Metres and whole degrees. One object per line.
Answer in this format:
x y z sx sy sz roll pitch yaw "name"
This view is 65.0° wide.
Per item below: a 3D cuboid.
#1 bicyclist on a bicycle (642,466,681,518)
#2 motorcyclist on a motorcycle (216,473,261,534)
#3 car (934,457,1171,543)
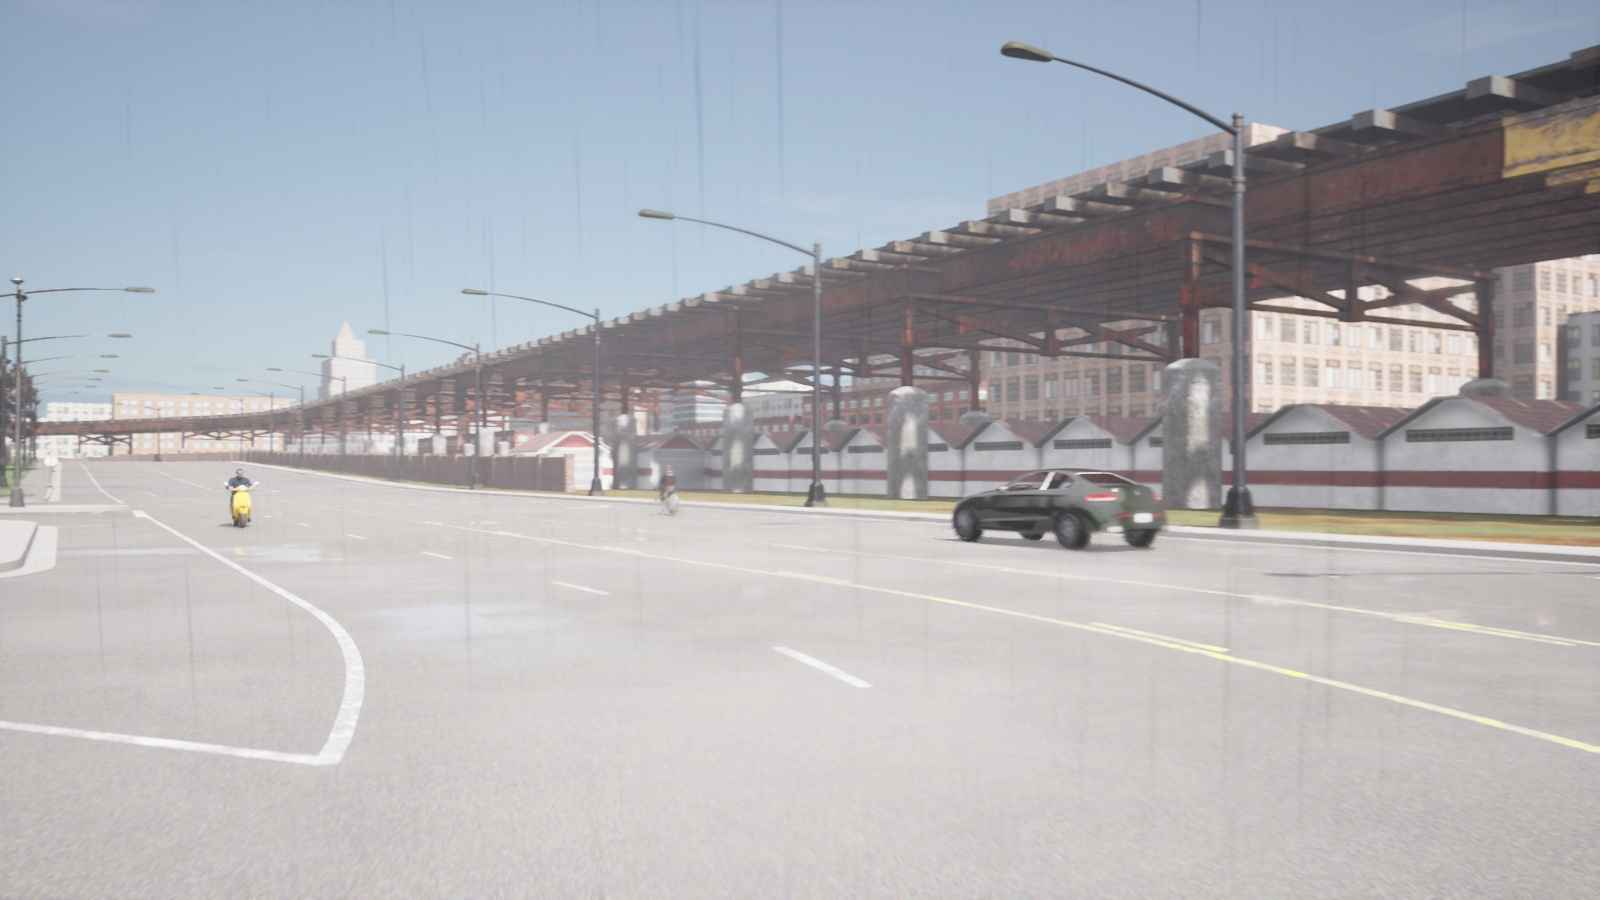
-4.872 1.449 44.013 0.659 1.776 1.843 0 -1 -31 "bicyclist on a bicycle"
-15.103 1.415 33.745 0.866 1.590 1.817 0 -1 -32 "motorcyclist on a motorcycle"
5.258 1.016 26.916 2.152 1.651 5.027 0 -1 -31 "car"
